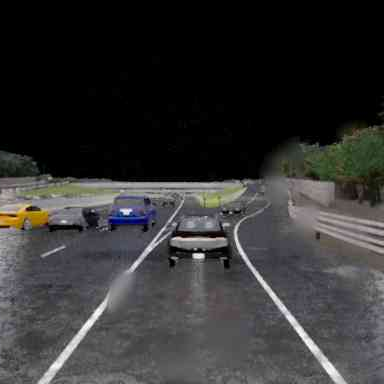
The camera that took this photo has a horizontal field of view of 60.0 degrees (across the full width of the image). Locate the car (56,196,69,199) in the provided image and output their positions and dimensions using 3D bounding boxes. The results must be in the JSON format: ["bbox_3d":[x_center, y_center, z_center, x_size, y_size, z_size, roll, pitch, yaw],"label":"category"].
[{"bbox_3d":[-24.661,1.460,63.012,1.994,1.385,4.181,0,1,0],"label":"car"}]

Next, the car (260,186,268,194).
[{"bbox_3d":[17.624,-0.260,81.631,2.033,1.411,5.357,0,3,11],"label":"car"}]

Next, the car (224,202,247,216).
[{"bbox_3d":[4.300,1.693,33.149,1.895,1.301,4.718,0,-1,17],"label":"car"}]

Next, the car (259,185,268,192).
[{"bbox_3d":[19.680,-0.977,91.922,2.128,1.511,4.902,0,3,10],"label":"car"}]

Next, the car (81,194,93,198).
[{"bbox_3d":[-24.817,1.320,78.768,1.812,1.442,4.674,0,0,-1],"label":"car"}]

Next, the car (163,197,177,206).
[{"bbox_3d":[-3.585,1.485,52.738,1.837,1.490,4.892,0,0,0],"label":"car"}]

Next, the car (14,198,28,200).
[{"bbox_3d":[-24.627,1.552,47.560,1.994,1.385,4.181,0,0,0],"label":"car"}]

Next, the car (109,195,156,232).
[{"bbox_3d":[-3.485,1.219,20.312,2.150,2.045,5.566,0,0,0],"label":"car"}]

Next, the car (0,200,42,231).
[{"bbox_3d":[-10.386,1.474,20.471,1.882,1.535,5.008,0,0,0],"label":"car"}]

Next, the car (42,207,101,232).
[{"bbox_3d":[-6.887,1.561,19.895,1.994,1.385,4.181,0,0,0],"label":"car"}]

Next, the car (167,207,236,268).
[{"bbox_3d":[0.286,1.490,11.276,2.128,1.511,4.902,0,0,2],"label":"car"}]
